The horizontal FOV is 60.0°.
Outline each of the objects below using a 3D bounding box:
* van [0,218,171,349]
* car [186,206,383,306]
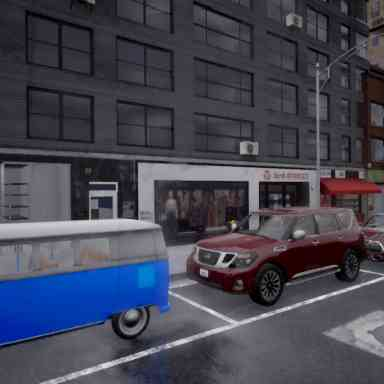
[{"bbox_3d":[-2.261,1.341,4.934,3.998,1.788,1.690,0,-1,-35],"label":"van"},{"bbox_3d":[2.286,1.313,8.178,5.009,1.841,2.192,0,-1,-35],"label":"car"}]
